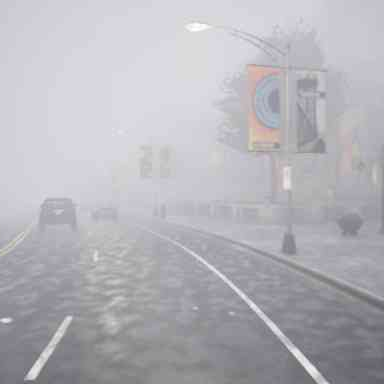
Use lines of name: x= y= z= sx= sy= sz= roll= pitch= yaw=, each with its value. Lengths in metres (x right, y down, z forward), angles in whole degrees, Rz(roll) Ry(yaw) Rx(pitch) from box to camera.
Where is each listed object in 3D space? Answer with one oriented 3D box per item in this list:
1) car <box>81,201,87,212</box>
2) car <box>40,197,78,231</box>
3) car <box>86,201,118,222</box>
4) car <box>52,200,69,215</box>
car: x=-13.671 y=1.845 z=44.123 sx=2.033 sy=1.411 sz=5.357 roll=0 pitch=0 yaw=-21
car: x=-8.989 y=1.383 z=22.473 sx=2.150 sy=2.045 sz=5.566 roll=0 pitch=0 yaw=-21
car: x=-7.530 y=1.676 z=28.346 sx=2.128 sy=1.511 sz=4.902 roll=0 pitch=0 yaw=-21
car: x=-15.706 y=1.790 z=39.712 sx=1.837 sy=1.490 sz=4.892 roll=0 pitch=0 yaw=-21
